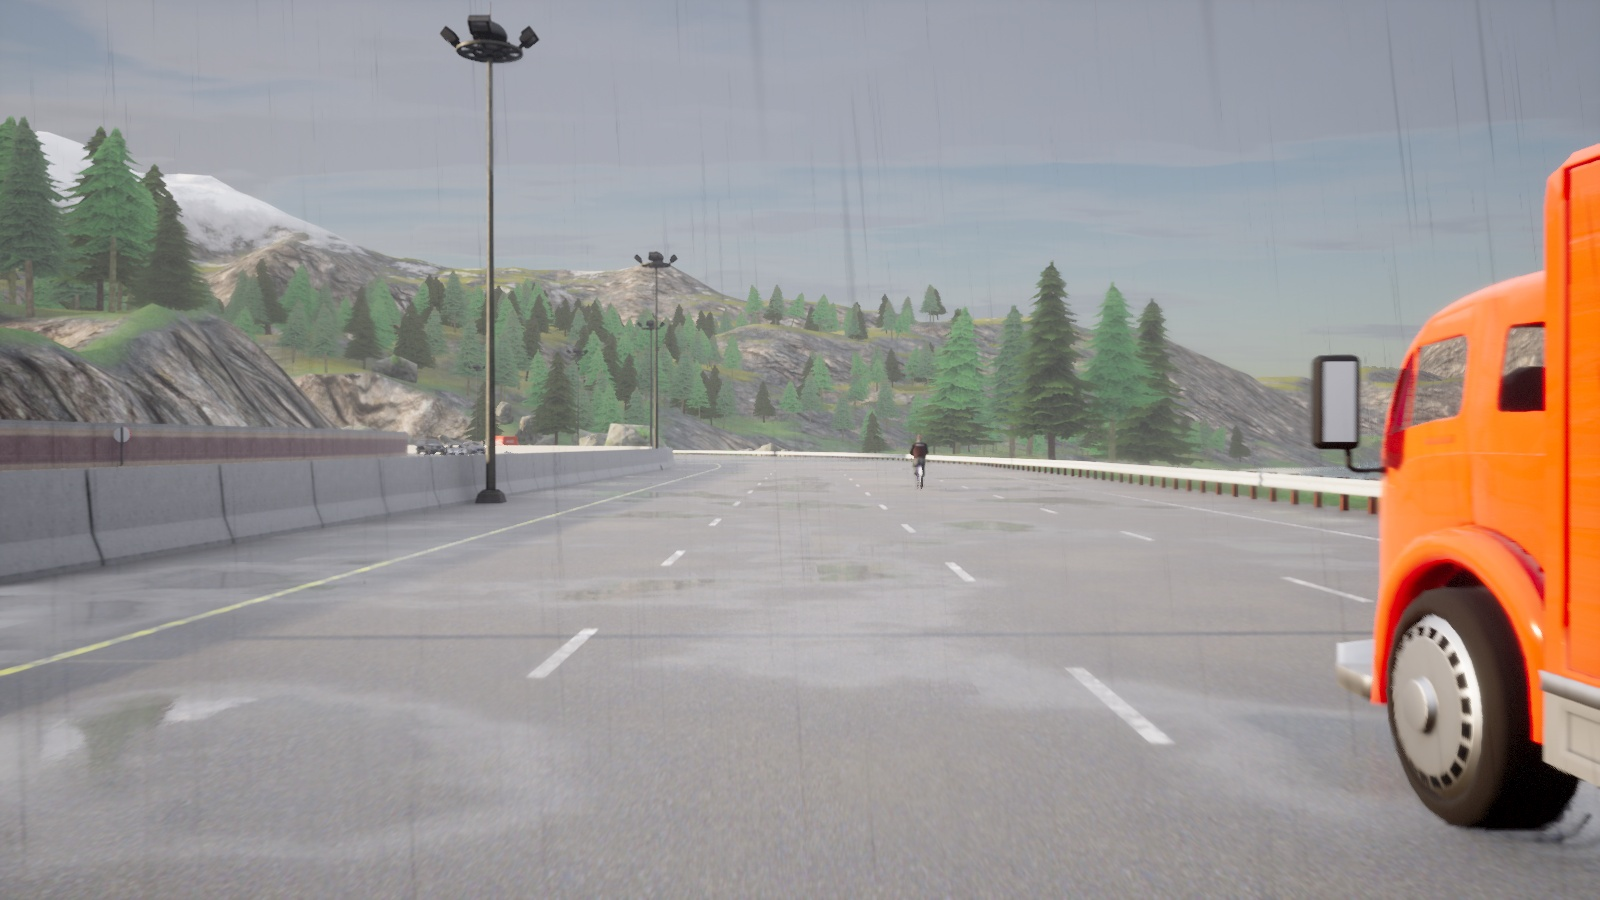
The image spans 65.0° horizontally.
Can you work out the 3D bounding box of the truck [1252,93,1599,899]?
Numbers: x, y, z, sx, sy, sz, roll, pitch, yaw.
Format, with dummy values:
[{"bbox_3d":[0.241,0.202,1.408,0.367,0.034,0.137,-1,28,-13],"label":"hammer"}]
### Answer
[{"bbox_3d":[3.536,0.242,3.602,2.627,2.467,5.204,0,0,0],"label":"truck"}]
